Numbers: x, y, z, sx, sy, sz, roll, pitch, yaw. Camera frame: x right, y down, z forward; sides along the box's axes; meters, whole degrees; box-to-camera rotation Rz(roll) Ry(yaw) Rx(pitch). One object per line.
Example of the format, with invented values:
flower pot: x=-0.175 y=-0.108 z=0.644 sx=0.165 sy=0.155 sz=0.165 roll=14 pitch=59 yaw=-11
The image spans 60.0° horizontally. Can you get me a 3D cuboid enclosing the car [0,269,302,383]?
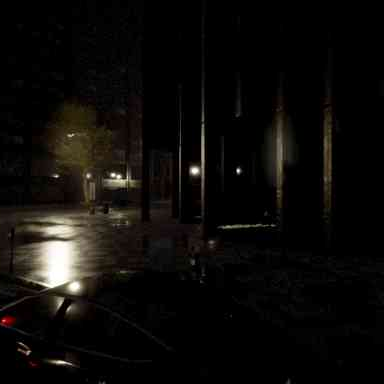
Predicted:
car: x=-1.013 y=1.566 z=3.674 sx=4.313 sy=1.339 sz=1.947 roll=0 pitch=0 yaw=35

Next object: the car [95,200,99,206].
car: x=-12.482 y=1.464 z=50.026 sx=1.994 sy=1.385 sz=4.181 roll=0 pitch=0 yaw=35

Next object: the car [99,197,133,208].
car: x=-10.462 y=1.444 z=47.257 sx=1.812 sy=1.442 sz=4.674 roll=0 pitch=0 yaw=35
